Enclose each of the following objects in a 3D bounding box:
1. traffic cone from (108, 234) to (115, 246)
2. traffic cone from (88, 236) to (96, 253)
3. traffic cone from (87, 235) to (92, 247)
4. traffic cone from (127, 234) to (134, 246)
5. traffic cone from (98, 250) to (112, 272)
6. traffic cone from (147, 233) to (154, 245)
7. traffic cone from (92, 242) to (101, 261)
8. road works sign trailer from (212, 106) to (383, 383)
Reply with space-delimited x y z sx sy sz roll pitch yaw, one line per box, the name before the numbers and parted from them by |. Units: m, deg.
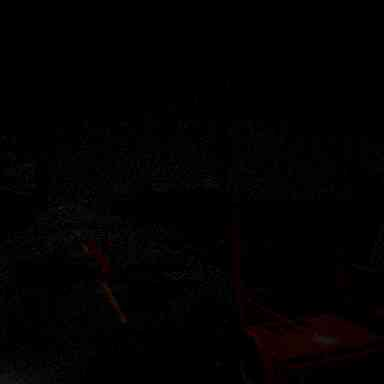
traffic cone | -4.059 2.419 16.771 0.340 0.580 0.340 1 -2 -22
traffic cone | -4.253 2.351 14.545 0.340 0.580 0.340 1 -2 -22
traffic cone | -4.989 2.398 16.404 0.340 0.580 0.340 1 -2 -22
traffic cone | -3.129 2.440 17.139 0.340 0.580 0.340 1 -2 -22
traffic cone | -2.783 2.256 10.826 0.340 0.580 0.340 1 -2 -22
traffic cone | -2.199 2.461 17.506 0.340 0.580 0.340 1 -2 -22
traffic cone | -3.518 2.304 12.686 0.340 0.580 0.340 1 -2 -22
road works sign trailer | 1.388 0.637 4.987 2.380 3.560 2.880 1 -2 -22
